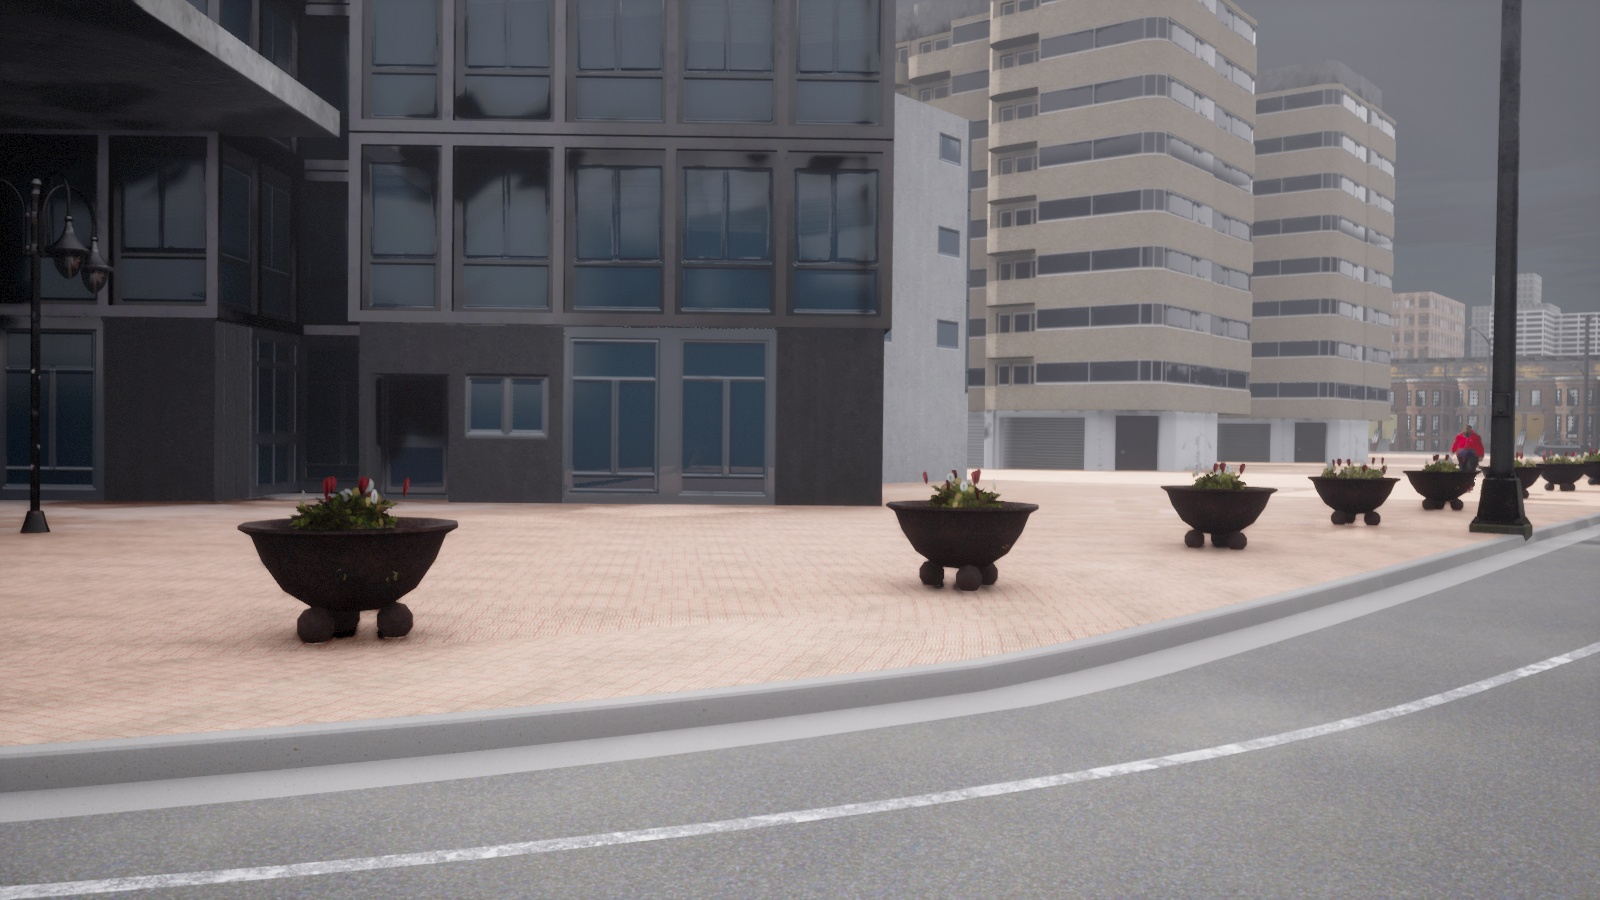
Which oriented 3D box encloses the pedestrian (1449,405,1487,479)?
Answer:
[{"bbox_3d":[16.920,-0.202,31.807,0.634,1.844,0.899,0,1,43],"label":"pedestrian"}]
